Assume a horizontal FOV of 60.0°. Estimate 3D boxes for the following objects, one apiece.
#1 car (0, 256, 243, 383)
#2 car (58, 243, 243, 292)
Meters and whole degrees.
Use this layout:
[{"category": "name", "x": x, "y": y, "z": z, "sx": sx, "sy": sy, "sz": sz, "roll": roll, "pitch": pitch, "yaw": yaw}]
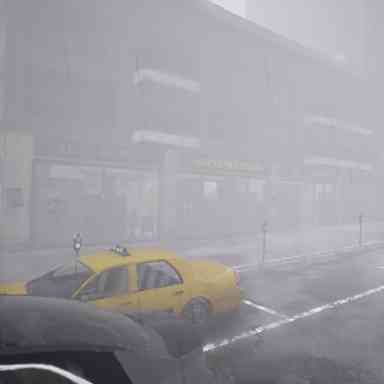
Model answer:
[{"category": "car", "x": -2.044, "y": 1.504, "z": 1.614, "sx": 4.892, "sy": 1.490, "sz": 1.837, "roll": 0, "pitch": 0, "yaw": -35}, {"category": "car", "x": -1.364, "y": 1.526, "z": 5.099, "sx": 4.829, "sy": 1.417, "sz": 1.752, "roll": 0, "pitch": 2, "yaw": -35}]
